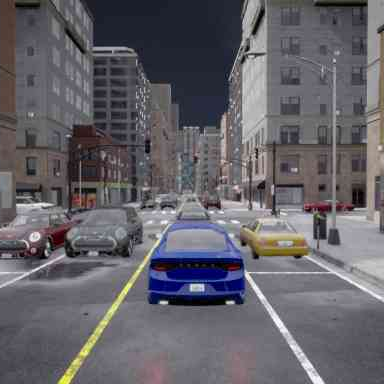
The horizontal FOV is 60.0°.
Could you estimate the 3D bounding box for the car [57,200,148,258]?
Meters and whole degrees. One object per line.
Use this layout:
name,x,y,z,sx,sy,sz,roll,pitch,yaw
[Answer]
car,-3.128,1.353,12.738,2.097,1.767,4.553,0,0,0

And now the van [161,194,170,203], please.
van,-5.794,1.402,72.515,1.690,1.788,3.998,-1,0,0

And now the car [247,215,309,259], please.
car,2.828,1.527,12.400,1.752,1.417,4.829,-1,0,0

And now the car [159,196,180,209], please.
car,-3.167,1.584,45.331,2.033,1.411,5.357,0,0,0

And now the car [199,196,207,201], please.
car,2.726,1.633,83.699,1.947,1.339,4.313,-1,0,0

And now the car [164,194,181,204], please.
car,-3.175,1.552,55.229,1.837,1.490,4.892,0,0,0

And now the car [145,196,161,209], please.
car,-5.748,1.601,44.585,1.947,1.339,4.313,-1,0,0

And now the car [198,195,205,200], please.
car,2.711,1.623,94.871,2.008,1.369,4.403,-1,0,0

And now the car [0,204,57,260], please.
car,-5.697,1.442,12.215,1.967,1.590,4.097,-1,0,0

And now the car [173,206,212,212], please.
car,0.073,1.605,17.498,1.895,1.301,4.718,0,0,0

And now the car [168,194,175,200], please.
car,-5.828,1.513,94.857,1.967,1.590,4.097,-1,0,0

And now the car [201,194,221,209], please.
car,2.775,1.350,44.598,2.192,1.841,5.009,-1,0,0

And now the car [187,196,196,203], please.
car,-0.117,1.579,74.028,2.128,1.511,4.902,0,0,0

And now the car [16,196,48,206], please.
car,-14.934,1.379,29.440,5.566,2.045,2.150,0,1,2

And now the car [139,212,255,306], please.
car,0.084,1.478,8.135,1.882,1.535,5.008,0,0,0

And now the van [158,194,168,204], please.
van,-5.785,1.398,66.929,1.690,1.788,3.998,-1,0,0

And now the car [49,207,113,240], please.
car,-5.705,1.571,17.712,1.947,1.339,4.313,-1,0,0

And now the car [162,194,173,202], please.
car,-5.803,1.379,78.101,2.192,1.841,5.009,-1,0,0

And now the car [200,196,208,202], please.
car,2.733,1.590,78.284,1.752,1.417,4.829,-1,0,0

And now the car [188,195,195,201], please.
car,-0.134,1.537,84.480,1.895,1.301,4.718,0,0,0

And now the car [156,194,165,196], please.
car,-5.765,1.572,55.587,1.752,1.417,4.829,-1,0,0

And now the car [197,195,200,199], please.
car,2.745,1.372,66.942,2.192,1.841,5.009,-1,0,0

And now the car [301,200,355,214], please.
car,13.307,1.458,32.857,4.718,1.301,1.895,-1,1,-1
